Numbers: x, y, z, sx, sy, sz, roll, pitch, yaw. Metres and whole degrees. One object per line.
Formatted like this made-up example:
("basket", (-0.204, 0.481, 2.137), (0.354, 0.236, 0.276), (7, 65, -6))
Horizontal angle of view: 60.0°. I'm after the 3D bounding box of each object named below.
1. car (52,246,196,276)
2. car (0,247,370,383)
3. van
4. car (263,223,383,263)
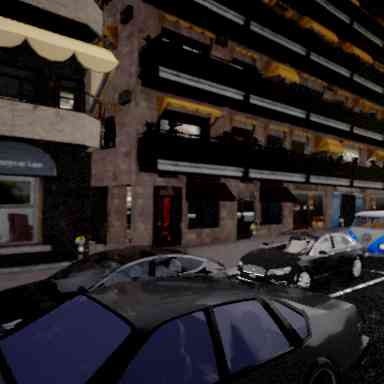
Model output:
("car", (-1.237, 1.683, 5.685), (4.313, 1.339, 1.947), (1, -1, -38))
("car", (-0.343, 1.614, 3.104), (5.357, 1.411, 2.033), (1, -1, -38))
("van", (7.512, 1.612, 12.584), (3.998, 1.788, 1.690), (1, -1, -38))
("car", (3.136, 1.745, 9.133), (4.403, 1.369, 2.008), (1, -1, -38))
